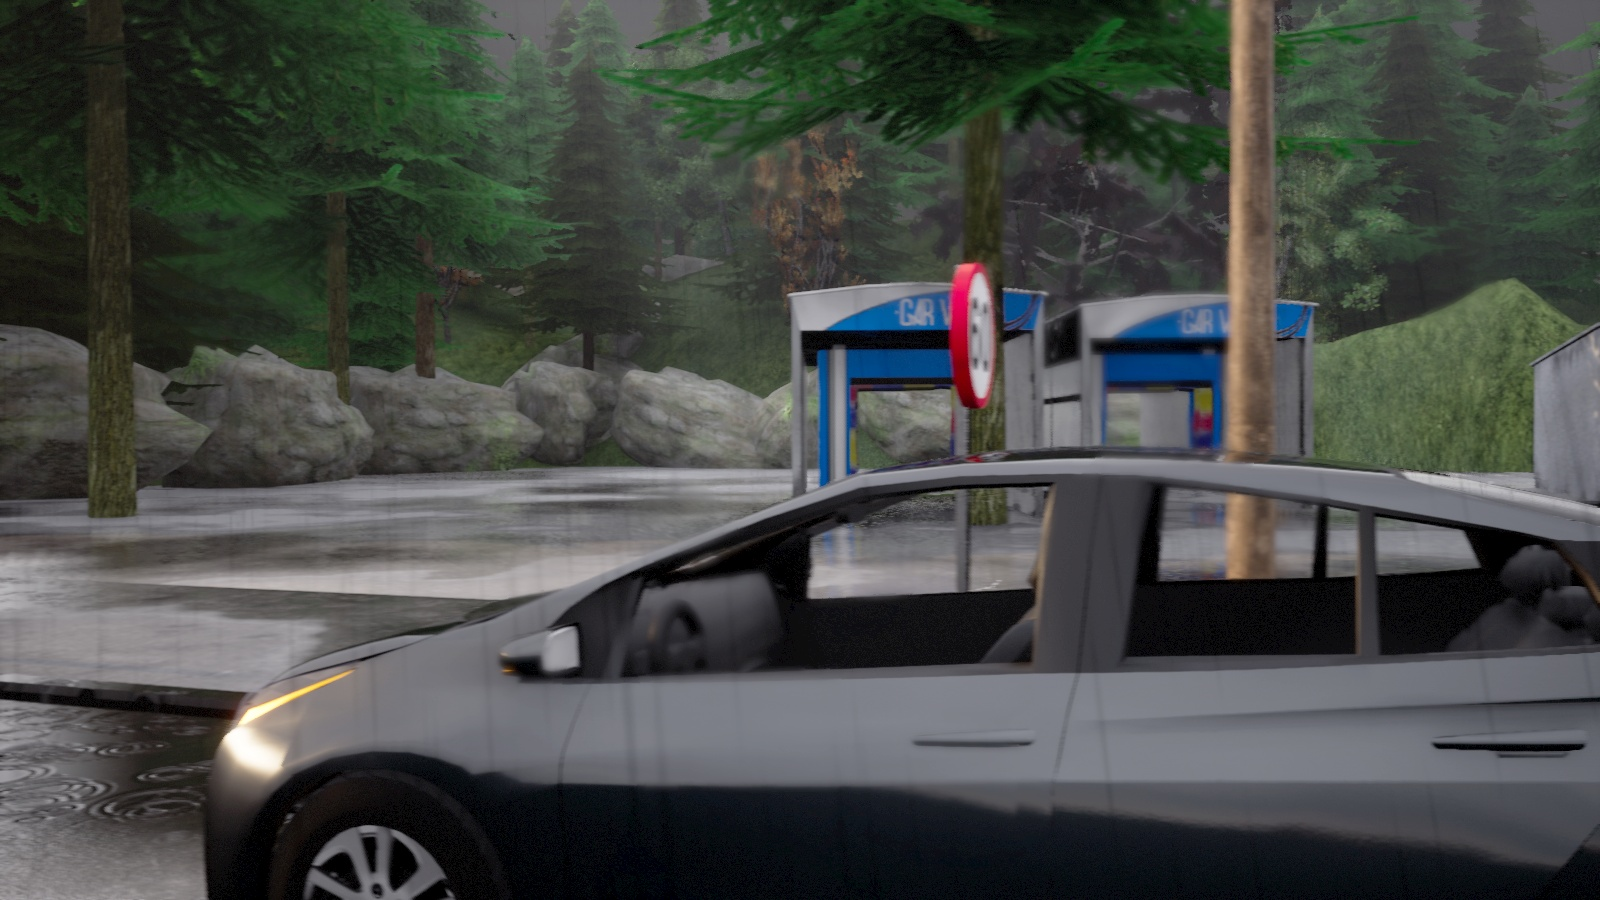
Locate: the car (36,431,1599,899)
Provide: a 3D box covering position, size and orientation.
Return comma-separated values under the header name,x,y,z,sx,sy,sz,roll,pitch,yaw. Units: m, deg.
name,x,y,z,sx,sy,sz,roll,pitch,yaw
car,0.430,0.718,3.576,4.514,1.525,2.007,1,1,19
